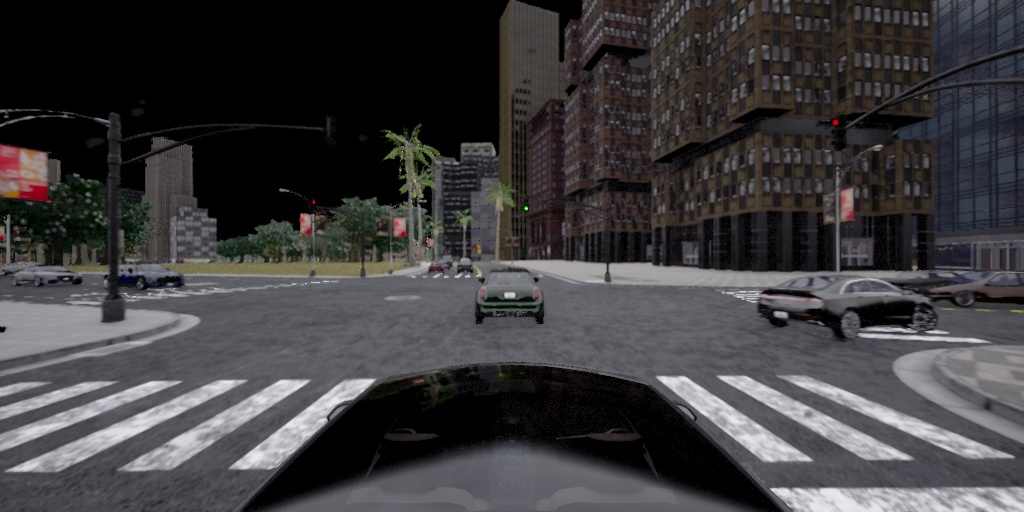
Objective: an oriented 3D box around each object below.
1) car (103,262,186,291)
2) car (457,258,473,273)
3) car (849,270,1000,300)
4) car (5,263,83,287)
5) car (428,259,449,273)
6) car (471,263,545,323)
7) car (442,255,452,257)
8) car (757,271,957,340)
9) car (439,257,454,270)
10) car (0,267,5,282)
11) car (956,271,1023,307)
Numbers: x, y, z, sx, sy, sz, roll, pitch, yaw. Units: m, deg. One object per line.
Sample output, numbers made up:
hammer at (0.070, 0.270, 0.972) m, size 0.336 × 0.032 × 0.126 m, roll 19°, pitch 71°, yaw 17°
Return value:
car at (-23.241, 1.178, 22.731) m, size 4.553 × 1.767 × 2.097 m, roll 0°, pitch 0°, yaw 15°
car at (-5.602, 1.283, 42.685) m, size 2.033 × 1.411 × 5.357 m, roll 0°, pitch 0°, yaw -10°
car at (20.200, 1.388, 17.816) m, size 4.718 × 1.301 × 1.895 m, roll 0°, pitch 0°, yaw 13°
car at (-32.830, 1.397, 25.374) m, size 4.181 × 1.385 × 1.994 m, roll 0°, pitch 0°, yaw 15°
car at (-8.795, 1.339, 42.212) m, size 1.895 × 1.301 × 4.718 m, roll 0°, pitch 0°, yaw -9°
car at (-0.110, 1.165, 12.534) m, size 2.097 × 1.767 × 4.553 m, roll 0°, pitch 0°, yaw -1°
car at (-11.186, 0.866, 61.521) m, size 2.150 × 2.045 × 5.566 m, roll 0°, pitch 0°, yaw -8°
car at (9.108, 1.271, 9.811) m, size 4.902 × 1.511 × 2.128 m, roll 0°, pitch -1°, yaw -18°
car at (-9.774, 1.262, 50.962) m, size 1.994 × 1.385 × 4.181 m, roll 0°, pitch 0°, yaw -6°
car at (-42.476, 1.404, 28.037) m, size 4.181 × 1.385 × 1.994 m, roll 0°, pitch 0°, yaw 15°
car at (19.708, 1.323, 14.580) m, size 5.357 × 1.411 × 2.033 m, roll 0°, pitch 0°, yaw 15°
